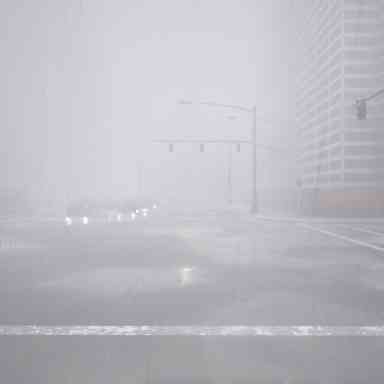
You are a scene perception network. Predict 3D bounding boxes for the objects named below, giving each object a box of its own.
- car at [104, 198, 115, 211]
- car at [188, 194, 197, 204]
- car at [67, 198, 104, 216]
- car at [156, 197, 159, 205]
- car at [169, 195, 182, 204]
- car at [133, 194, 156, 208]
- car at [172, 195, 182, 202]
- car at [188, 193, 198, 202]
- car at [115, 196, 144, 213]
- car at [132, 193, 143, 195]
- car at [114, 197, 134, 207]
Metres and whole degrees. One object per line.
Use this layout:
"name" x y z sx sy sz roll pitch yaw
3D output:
"car" -10.514 1.477 41.848 1.882 1.535 5.008 0 0 0
"car" 0.127 1.547 64.081 2.033 1.411 5.357 0 0 0
"car" -10.572 1.352 32.716 2.097 1.767 4.553 0 0 1
"car" -6.963 1.601 58.505 1.895 1.301 4.718 0 0 0
"car" -3.373 1.491 64.088 2.128 1.511 4.902 0 0 0
"car" -7.001 1.491 48.181 2.128 1.511 4.902 0 0 0
"car" -3.352 1.354 74.372 2.128 1.511 4.902 0 0 0
"car" 0.148 1.184 74.335 2.097 1.767 4.553 0 0 0
"car" -7.024 1.505 37.830 1.837 1.490 4.892 0 0 0
"car" -10.432 1.477 62.040 1.882 1.535 5.008 0 0 0
"car" -10.492 1.547 51.759 2.033 1.411 5.357 0 0 0
